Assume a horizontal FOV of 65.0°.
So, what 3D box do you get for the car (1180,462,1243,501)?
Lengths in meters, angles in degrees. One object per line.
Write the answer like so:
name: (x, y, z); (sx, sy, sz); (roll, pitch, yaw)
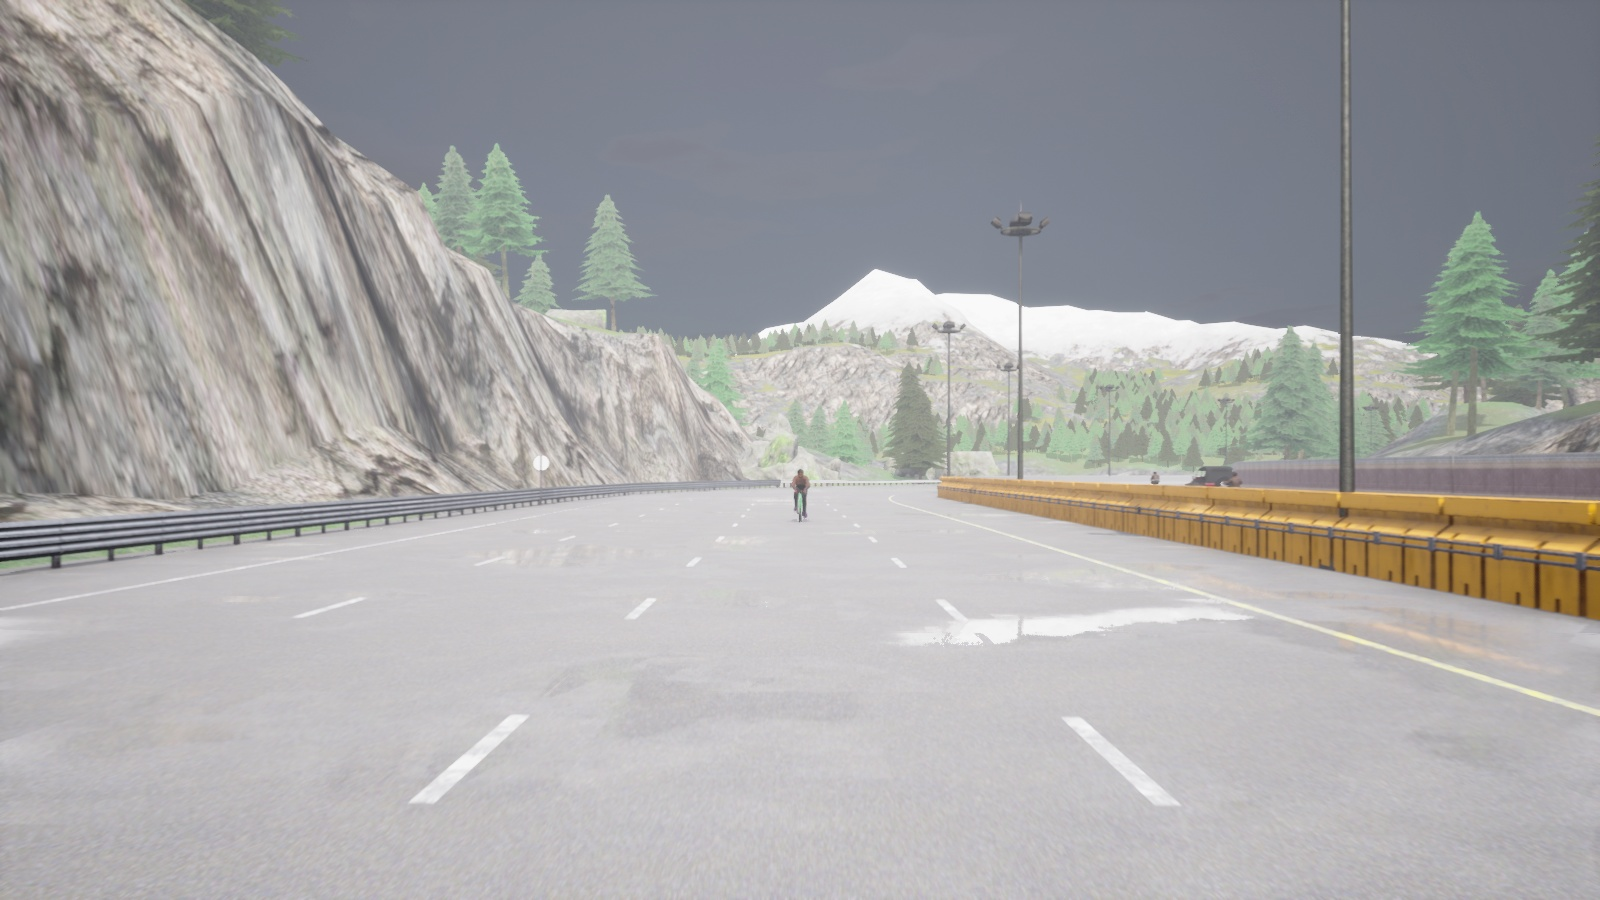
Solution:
car: (20.579, 1.582, 62.978); (1.905, 1.878, 3.866); (0, -1, 0)
